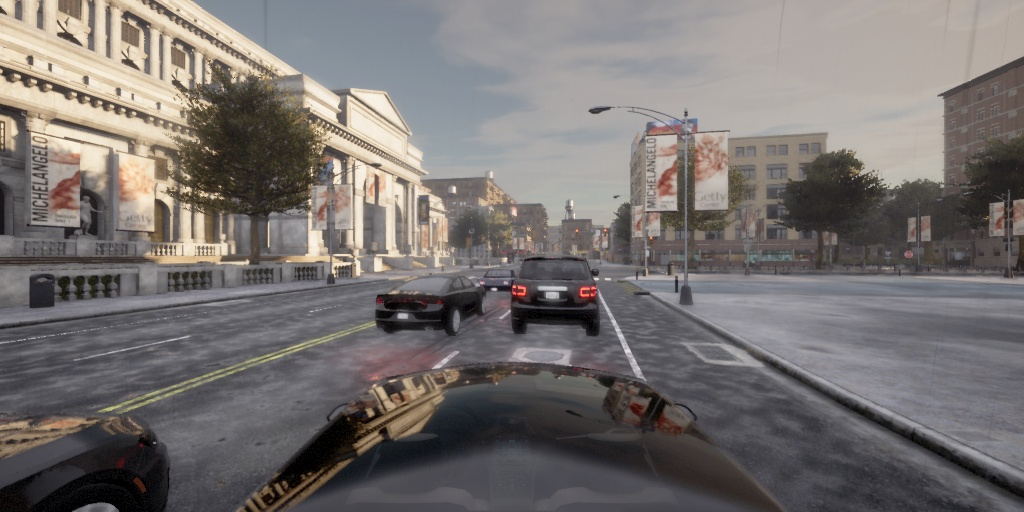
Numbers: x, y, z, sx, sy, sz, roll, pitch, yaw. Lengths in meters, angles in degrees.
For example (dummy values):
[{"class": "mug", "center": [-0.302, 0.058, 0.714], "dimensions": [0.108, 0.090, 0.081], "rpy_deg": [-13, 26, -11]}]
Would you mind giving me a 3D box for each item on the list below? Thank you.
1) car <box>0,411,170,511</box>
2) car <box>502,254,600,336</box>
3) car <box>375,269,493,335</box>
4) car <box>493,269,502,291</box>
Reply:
[{"class": "car", "center": [-3.220, 1.253, 0.428], "dimensions": [1.837, 1.490, 4.892], "rpy_deg": [0, 0, -2]}, {"class": "car", "center": [1.382, 0.971, 10.644], "dimensions": [2.150, 2.045, 5.566], "rpy_deg": [0, 0, 10]}, {"class": "car", "center": [-2.105, 1.228, 10.659], "dimensions": [1.882, 1.535, 5.008], "rpy_deg": [0, 0, 9]}, {"class": "car", "center": [-0.443, 1.351, 19.780], "dimensions": [1.895, 1.301, 4.718], "rpy_deg": [0, 0, 11]}]
